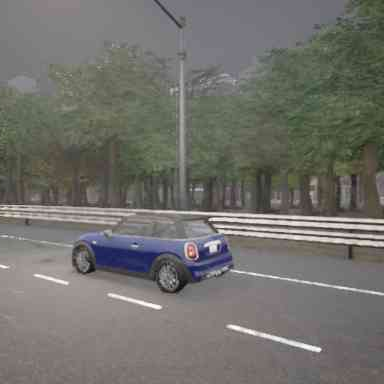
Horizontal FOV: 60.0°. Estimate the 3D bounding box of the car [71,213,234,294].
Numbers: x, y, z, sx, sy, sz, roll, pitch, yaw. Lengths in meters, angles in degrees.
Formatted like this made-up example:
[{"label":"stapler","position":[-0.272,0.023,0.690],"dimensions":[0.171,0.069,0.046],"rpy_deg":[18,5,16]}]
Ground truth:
[{"label":"car","position":[-1.232,1.357,9.048],"dimensions":[4.553,1.767,2.097],"rpy_deg":[0,0,36]}]
